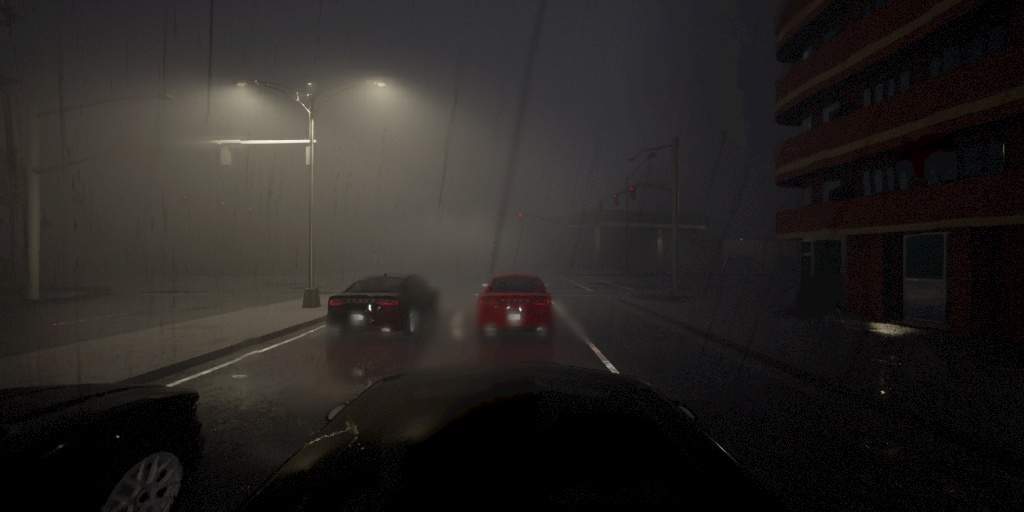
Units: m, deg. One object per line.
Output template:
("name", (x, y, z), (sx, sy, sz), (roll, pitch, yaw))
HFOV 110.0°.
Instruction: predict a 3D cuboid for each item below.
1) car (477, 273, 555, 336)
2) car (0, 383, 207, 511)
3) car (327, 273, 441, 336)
("car", (0.113, 1.228, 10.460), (1.882, 1.535, 5.008), (0, 0, 1))
("car", (-3.409, 1.228, 0.825), (1.882, 1.535, 5.008), (0, 0, 0))
("car", (-3.392, 1.228, 10.447), (1.882, 1.535, 5.008), (0, 0, 0))
